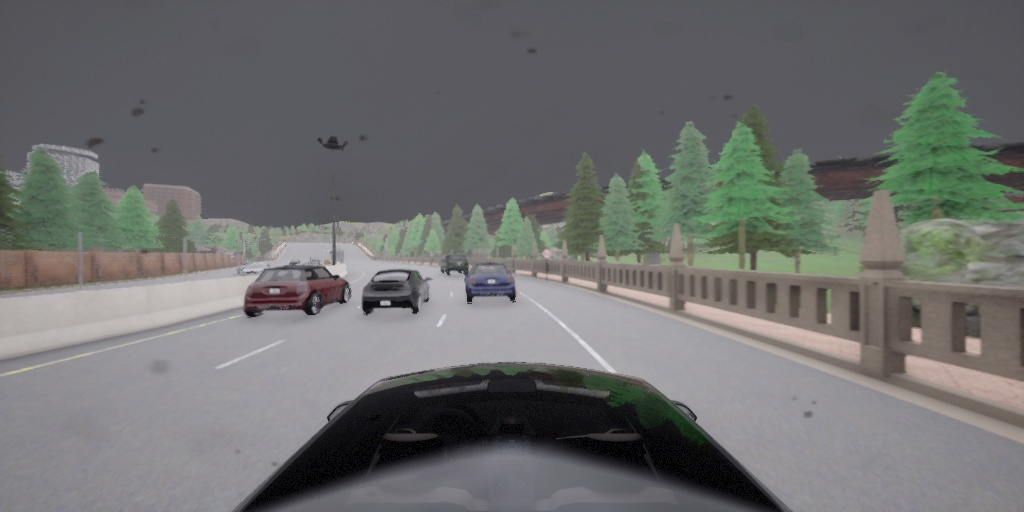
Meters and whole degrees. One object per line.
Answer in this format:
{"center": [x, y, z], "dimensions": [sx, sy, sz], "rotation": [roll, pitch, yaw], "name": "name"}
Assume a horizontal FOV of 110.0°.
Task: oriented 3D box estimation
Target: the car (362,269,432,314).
{"center": [-4.281, 1.241, 13.747], "dimensions": [1.837, 1.490, 4.892], "rotation": [0, 0, -7], "name": "car"}

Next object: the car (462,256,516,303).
{"center": [-1.113, 1.044, 16.676], "dimensions": [2.097, 1.767, 4.553], "rotation": [-1, 0, -8], "name": "car"}

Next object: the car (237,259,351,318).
{"center": [-7.785, 1.123, 13.514], "dimensions": [2.097, 1.767, 4.553], "rotation": [-1, 0, -7], "name": "car"}

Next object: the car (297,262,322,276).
{"center": [-22.080, 1.392, 39.303], "dimensions": [1.895, 1.301, 4.718], "rotation": [-1, 0, -23], "name": "car"}

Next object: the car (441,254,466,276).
{"center": [-5.901, 0.868, 36.723], "dimensions": [2.150, 2.045, 5.566], "rotation": [-1, 0, -19], "name": "car"}
